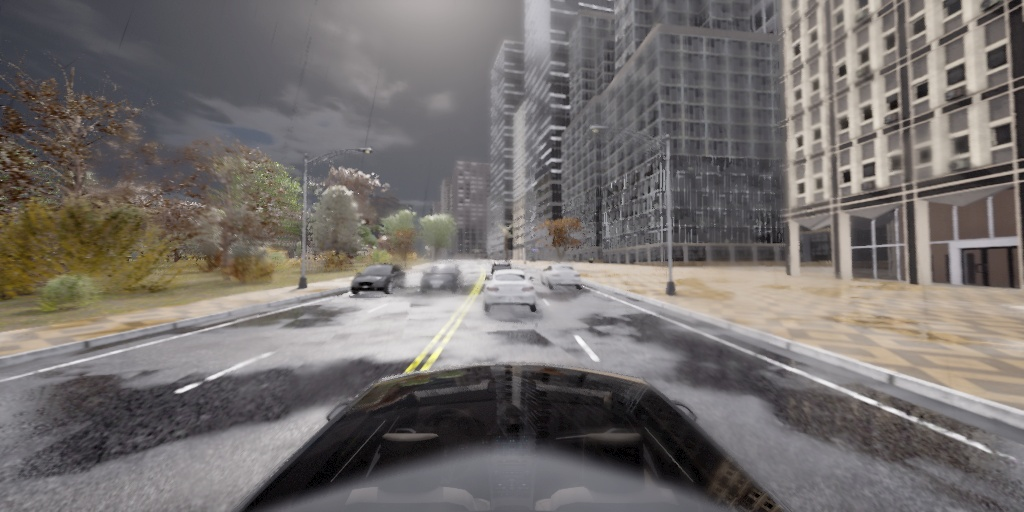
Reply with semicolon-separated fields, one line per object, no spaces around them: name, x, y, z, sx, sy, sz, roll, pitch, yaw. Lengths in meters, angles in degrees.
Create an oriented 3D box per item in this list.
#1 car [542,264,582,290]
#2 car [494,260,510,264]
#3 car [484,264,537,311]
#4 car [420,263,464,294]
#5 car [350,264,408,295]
car;2.914;1.191;21.552;1.812;1.442;4.674;0;0;-2
car;-0.963;1.110;33.382;2.128;1.511;4.902;0;0;-4
car;-0.093;1.222;13.972;1.812;1.442;4.674;0;0;-1
car;-3.711;1.165;19.627;2.128;1.511;4.902;0;0;-2
car;-6.946;1.180;19.185;1.837;1.490;4.892;0;0;-2
